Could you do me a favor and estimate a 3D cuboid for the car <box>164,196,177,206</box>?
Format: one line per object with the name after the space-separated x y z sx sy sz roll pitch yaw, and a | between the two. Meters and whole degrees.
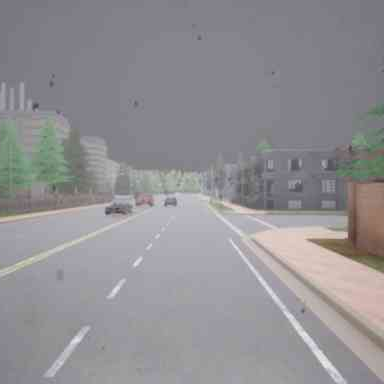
-3.296 1.439 52.462 2.128 1.511 4.902 0 0 0 | car

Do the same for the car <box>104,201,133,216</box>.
-7.035 1.566 32.190 1.895 1.301 4.718 0 0 0 | car

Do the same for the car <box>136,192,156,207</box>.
-6.973 1.173 49.936 2.150 2.045 5.566 0 0 0 | car
